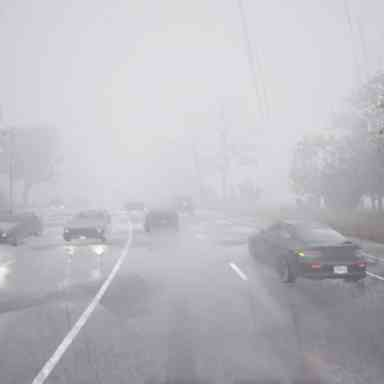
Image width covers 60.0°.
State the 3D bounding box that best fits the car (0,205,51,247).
[{"bbox_3d":[-8.365,1.573,15.401,2.033,1.411,5.357,0,0,-8],"label":"car"}]

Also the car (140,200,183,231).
[{"bbox_3d":[-2.022,1.488,20.642,1.882,1.535,5.008,0,0,-10],"label":"car"}]

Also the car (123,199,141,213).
[{"bbox_3d":[-6.785,1.504,38.398,1.882,1.535,5.008,0,0,-19],"label":"car"}]

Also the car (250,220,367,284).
[{"bbox_3d":[3.021,1.519,9.489,1.812,1.442,4.674,0,0,-5],"label":"car"}]

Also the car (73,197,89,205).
[{"bbox_3d":[-18.519,1.525,55.505,1.882,1.535,5.008,0,0,-29],"label":"car"}]

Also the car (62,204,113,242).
[{"bbox_3d":[-5.053,1.564,16.806,2.033,1.411,5.357,0,0,-9],"label":"car"}]

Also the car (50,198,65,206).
[{"bbox_3d":[-22.493,1.611,55.432,1.994,1.385,4.181,0,0,-30],"label":"car"}]

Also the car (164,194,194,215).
[{"bbox_3d":[-1.433,1.237,33.322,2.150,2.045,5.566,0,0,-16],"label":"car"}]
